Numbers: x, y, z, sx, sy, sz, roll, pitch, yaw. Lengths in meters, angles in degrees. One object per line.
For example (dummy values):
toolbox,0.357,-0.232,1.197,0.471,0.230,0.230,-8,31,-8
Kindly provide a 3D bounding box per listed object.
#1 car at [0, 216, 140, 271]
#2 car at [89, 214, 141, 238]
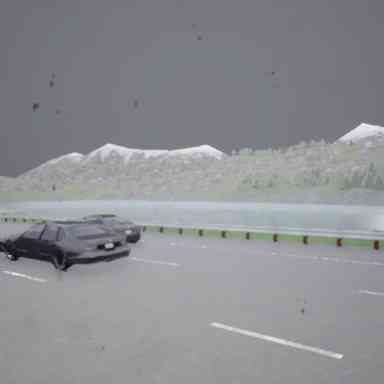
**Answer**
car,-4.519,1.688,11.421,5.357,1.411,2.033,-1,-1,36
car,-4.394,1.738,15.657,4.181,1.385,1.994,-1,0,36
